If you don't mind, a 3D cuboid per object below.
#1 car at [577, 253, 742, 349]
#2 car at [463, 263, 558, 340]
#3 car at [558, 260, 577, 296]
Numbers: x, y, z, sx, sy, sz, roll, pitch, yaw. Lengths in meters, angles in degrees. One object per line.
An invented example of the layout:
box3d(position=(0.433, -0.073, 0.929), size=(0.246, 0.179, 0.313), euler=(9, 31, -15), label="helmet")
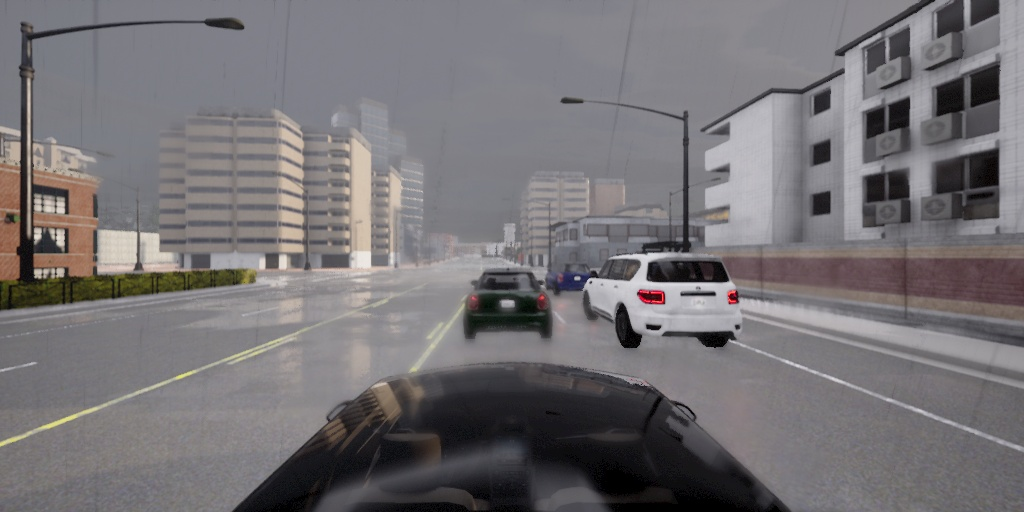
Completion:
box3d(position=(3.416, 0.970, 9.355), size=(2.150, 2.045, 5.566), euler=(0, -1, -1), label="car")
box3d(position=(-0.124, 1.105, 10.195), size=(2.097, 1.767, 4.553), euler=(0, 0, -1), label="car")
box3d(position=(3.086, 1.109, 19.425), size=(2.097, 1.767, 4.553), euler=(0, 0, -2), label="car")
